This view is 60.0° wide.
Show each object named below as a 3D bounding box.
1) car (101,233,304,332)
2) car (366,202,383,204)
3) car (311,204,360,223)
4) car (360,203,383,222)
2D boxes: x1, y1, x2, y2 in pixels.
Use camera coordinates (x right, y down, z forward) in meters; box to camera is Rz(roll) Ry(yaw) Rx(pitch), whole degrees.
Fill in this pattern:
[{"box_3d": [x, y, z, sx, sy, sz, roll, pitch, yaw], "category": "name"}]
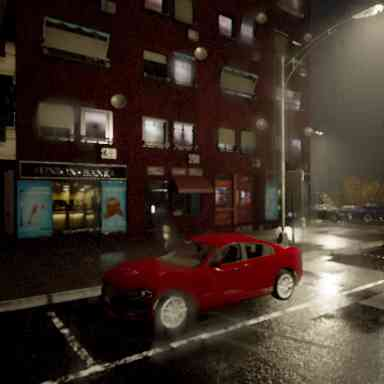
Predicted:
[{"box_3d": [0.417, 1.578, 6.865, 4.507, 1.381, 1.887, 1, -1, -35], "category": "car"}, {"box_3d": [19.248, 1.830, 36.072, 2.128, 1.511, 4.902, 0, 0, -35], "category": "car"}, {"box_3d": [11.720, 1.868, 29.495, 2.128, 1.511, 4.902, 0, 0, -33], "category": "car"}, {"box_3d": [15.018, 1.955, 30.433, 1.895, 1.301, 4.718, 0, 0, -35], "category": "car"}]
